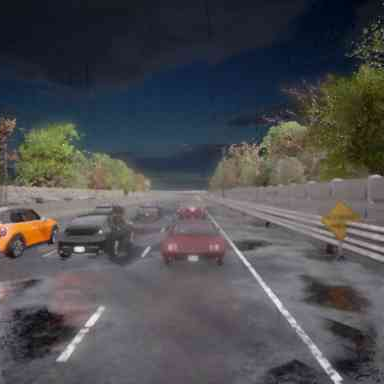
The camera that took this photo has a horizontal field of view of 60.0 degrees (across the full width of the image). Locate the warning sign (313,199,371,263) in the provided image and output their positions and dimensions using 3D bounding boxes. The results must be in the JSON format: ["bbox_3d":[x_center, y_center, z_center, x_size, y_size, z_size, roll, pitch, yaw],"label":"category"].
[{"bbox_3d":[4.548,1.141,10.203,1.300,1.860,1.060,0,0,0],"label":"warning sign"}]

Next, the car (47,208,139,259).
[{"bbox_3d":[-3.435,1.535,12.625,1.837,1.490,4.892,0,-1,0],"label":"car"}]

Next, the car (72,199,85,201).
[{"bbox_3d":[-17.565,1.720,51.602,2.033,1.411,5.357,0,0,1],"label":"car"}]

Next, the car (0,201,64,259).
[{"bbox_3d":[-6.933,1.384,12.954,2.097,1.767,4.553,0,0,0],"label":"car"}]

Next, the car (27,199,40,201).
[{"bbox_3d":[-24.560,1.736,51.629,1.994,1.385,4.181,0,0,0],"label":"car"}]

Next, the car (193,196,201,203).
[{"bbox_3d":[1.217,1.777,80.202,1.882,1.535,5.008,0,0,0],"label":"car"}]

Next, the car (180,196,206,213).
[{"bbox_3d":[0.065,1.432,27.957,2.097,1.767,4.553,0,0,0],"label":"car"}]

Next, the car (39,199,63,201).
[{"bbox_3d":[-21.065,1.772,51.139,1.895,1.301,4.718,0,0,0],"label":"car"}]

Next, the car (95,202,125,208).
[{"bbox_3d":[-6.934,1.575,28.258,2.128,1.511,4.902,0,0,0],"label":"car"}]

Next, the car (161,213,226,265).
[{"bbox_3d":[0.061,1.631,11.805,1.895,1.301,4.718,0,0,0],"label":"car"}]

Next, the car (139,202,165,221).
[{"bbox_3d":[-3.434,1.575,28.265,2.128,1.511,4.902,0,0,0],"label":"car"}]
